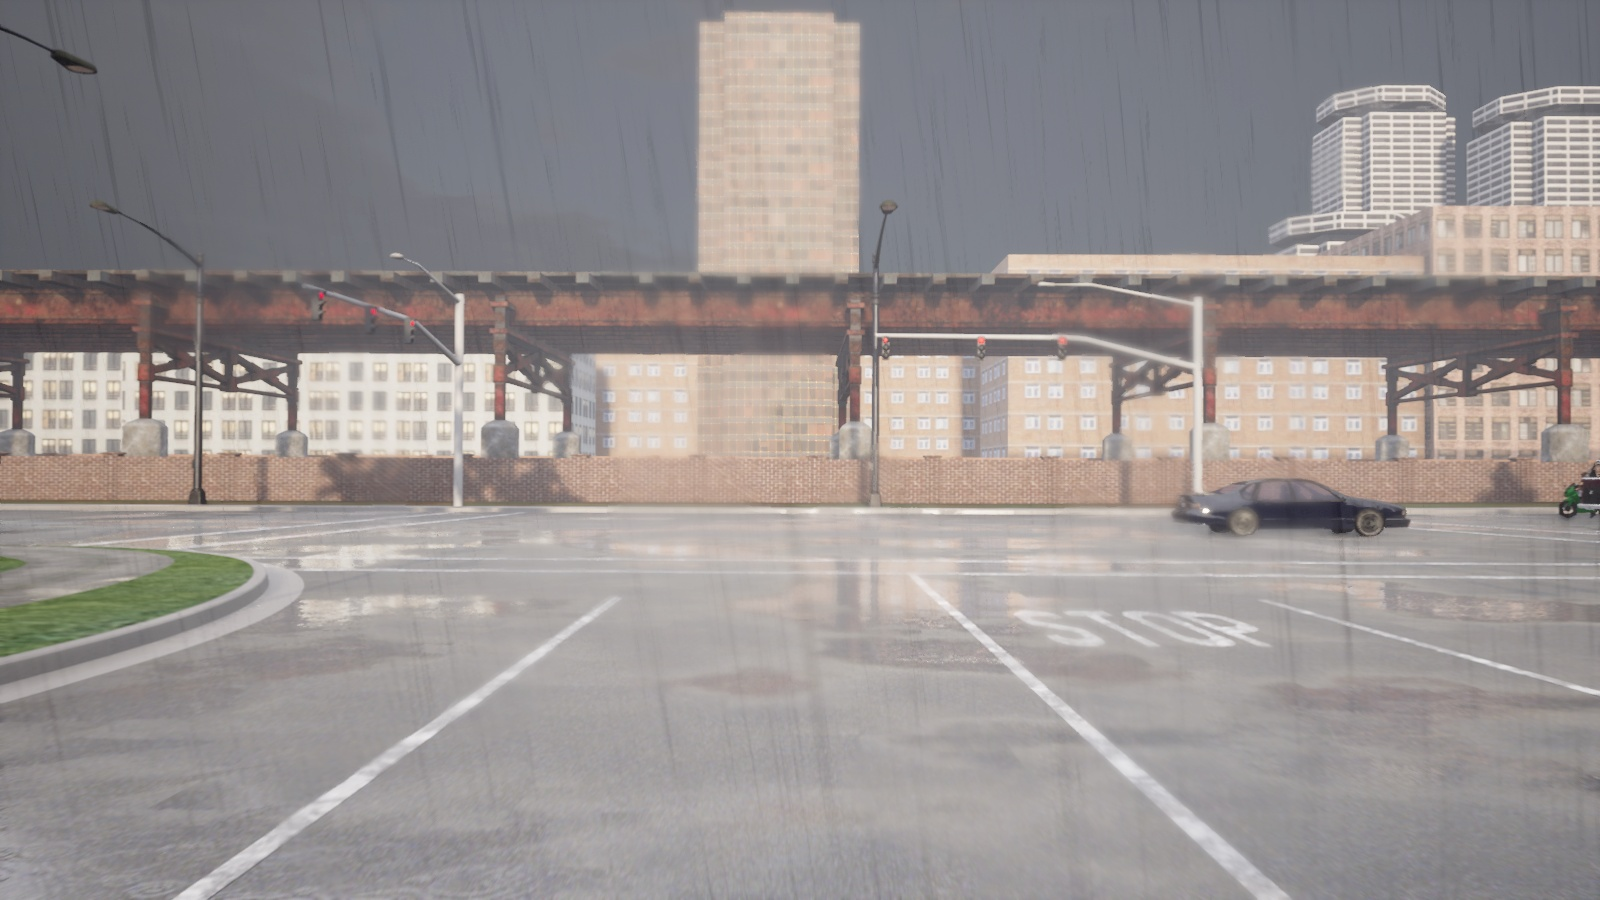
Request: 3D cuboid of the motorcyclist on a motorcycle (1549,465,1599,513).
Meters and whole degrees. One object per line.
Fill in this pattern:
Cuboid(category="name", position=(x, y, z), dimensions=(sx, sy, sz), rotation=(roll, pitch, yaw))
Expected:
Cuboid(category="motorcyclist on a motorcycle", position=(25.785, 1.262, 41.069), dimensions=(2.044, 1.523, 0.797), rotation=(-1, -1, 1))

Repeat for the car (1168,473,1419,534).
Cuboid(category="car", position=(12.040, 1.301, 30.900), dimensions=(5.357, 1.411, 2.033), rotation=(0, -1, 1))

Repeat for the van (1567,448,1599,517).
Cuboid(category="van", position=(25.869, 0.940, 37.572), dimensions=(4.480, 2.038, 2.069), rotation=(-1, -1, 1))
